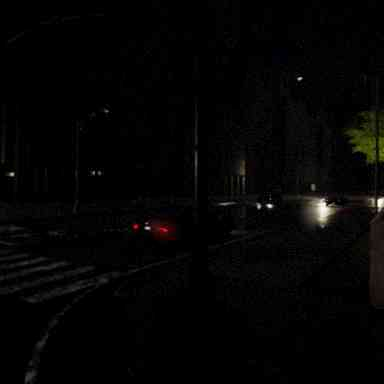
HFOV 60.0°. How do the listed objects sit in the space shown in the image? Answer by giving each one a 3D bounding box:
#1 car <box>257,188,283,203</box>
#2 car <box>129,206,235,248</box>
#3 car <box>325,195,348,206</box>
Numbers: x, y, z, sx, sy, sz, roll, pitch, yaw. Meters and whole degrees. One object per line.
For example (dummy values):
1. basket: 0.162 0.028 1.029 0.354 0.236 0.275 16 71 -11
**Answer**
1. car: 11.541 0.503 48.815 2.150 2.045 5.566 1 1 34
2. car: -0.160 1.296 13.706 2.033 1.411 5.357 1 1 34
3. car: 17.693 1.009 40.473 1.895 1.301 4.718 1 1 34
